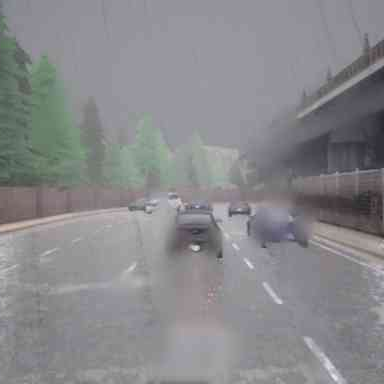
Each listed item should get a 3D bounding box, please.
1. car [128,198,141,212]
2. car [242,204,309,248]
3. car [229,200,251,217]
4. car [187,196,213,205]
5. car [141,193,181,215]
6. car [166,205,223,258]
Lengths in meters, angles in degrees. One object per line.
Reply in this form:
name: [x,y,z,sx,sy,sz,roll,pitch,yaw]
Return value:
car: [-5.120,1.359,35.586,1.837,1.490,4.892,-1,0,18]
car: [3.584,1.466,14.436,1.812,1.442,4.674,0,0,0]
car: [4.382,1.440,30.154,1.994,1.385,4.181,0,0,10]
car: [0.734,1.231,29.340,2.097,1.767,4.553,0,0,8]
car: [-2.614,1.089,31.864,2.150,2.045,5.566,0,0,13]
car: [0.096,1.453,12.604,1.837,1.490,4.892,0,0,0]
